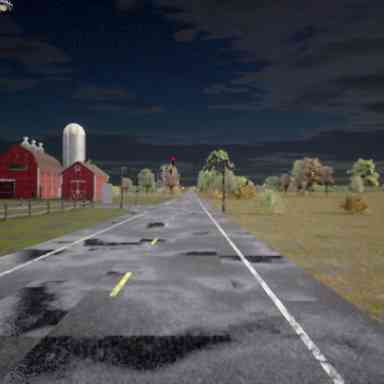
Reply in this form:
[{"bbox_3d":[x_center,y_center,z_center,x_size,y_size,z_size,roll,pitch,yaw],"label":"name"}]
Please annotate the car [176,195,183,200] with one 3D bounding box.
[{"bbox_3d":[-3.469,1.650,95.430,1.837,1.490,4.892,0,0,0],"label":"car"}]
